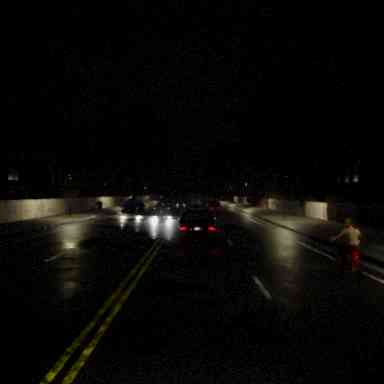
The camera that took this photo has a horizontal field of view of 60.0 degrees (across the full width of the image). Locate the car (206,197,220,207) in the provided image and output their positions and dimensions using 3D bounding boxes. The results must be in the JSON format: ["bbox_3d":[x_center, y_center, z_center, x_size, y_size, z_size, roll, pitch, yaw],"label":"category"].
[{"bbox_3d":[3.927,1.851,59.130,1.812,1.442,4.674,0,0,1],"label":"car"}]

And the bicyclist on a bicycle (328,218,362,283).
[{"bbox_3d":[4.185,1.509,8.962,0.866,1.612,1.509,0,0,1],"label":"bicyclist on a bicycle"}]

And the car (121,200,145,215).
[{"bbox_3d":[-6.250,1.595,35.782,1.882,1.535,5.008,0,0,1],"label":"car"}]

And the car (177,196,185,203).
[{"bbox_3d":[-2.498,1.690,76.389,1.812,1.442,4.674,0,0,1],"label":"car"}]

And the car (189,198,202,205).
[{"bbox_3d":[0.652,1.812,56.666,1.812,1.442,4.674,0,0,1],"label":"car"}]

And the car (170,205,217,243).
[{"bbox_3d":[0.249,1.625,16.617,2.033,1.411,5.357,0,0,1],"label":"car"}]

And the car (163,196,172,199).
[{"bbox_3d":[-5.734,1.688,77.795,1.882,1.535,5.008,0,0,1],"label":"car"}]

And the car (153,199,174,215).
[{"bbox_3d":[-3.011,1.739,35.148,1.895,1.301,4.718,0,0,1],"label":"car"}]
